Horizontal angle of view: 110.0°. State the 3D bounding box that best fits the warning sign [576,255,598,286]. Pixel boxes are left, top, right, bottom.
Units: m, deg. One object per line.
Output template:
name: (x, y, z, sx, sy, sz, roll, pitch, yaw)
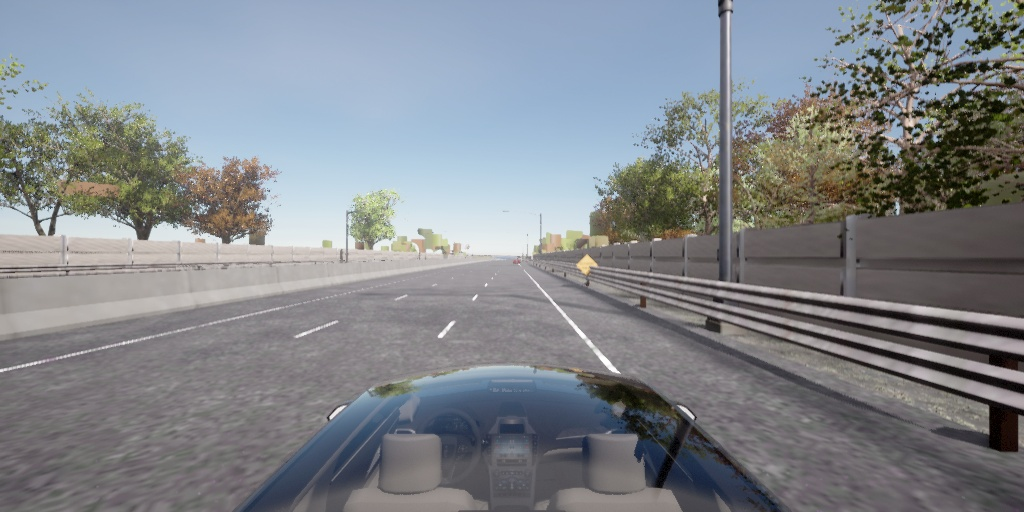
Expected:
warning sign: (4.550, 0.847, 21.754, 1.300, 1.860, 1.060, 0, 0, 0)
